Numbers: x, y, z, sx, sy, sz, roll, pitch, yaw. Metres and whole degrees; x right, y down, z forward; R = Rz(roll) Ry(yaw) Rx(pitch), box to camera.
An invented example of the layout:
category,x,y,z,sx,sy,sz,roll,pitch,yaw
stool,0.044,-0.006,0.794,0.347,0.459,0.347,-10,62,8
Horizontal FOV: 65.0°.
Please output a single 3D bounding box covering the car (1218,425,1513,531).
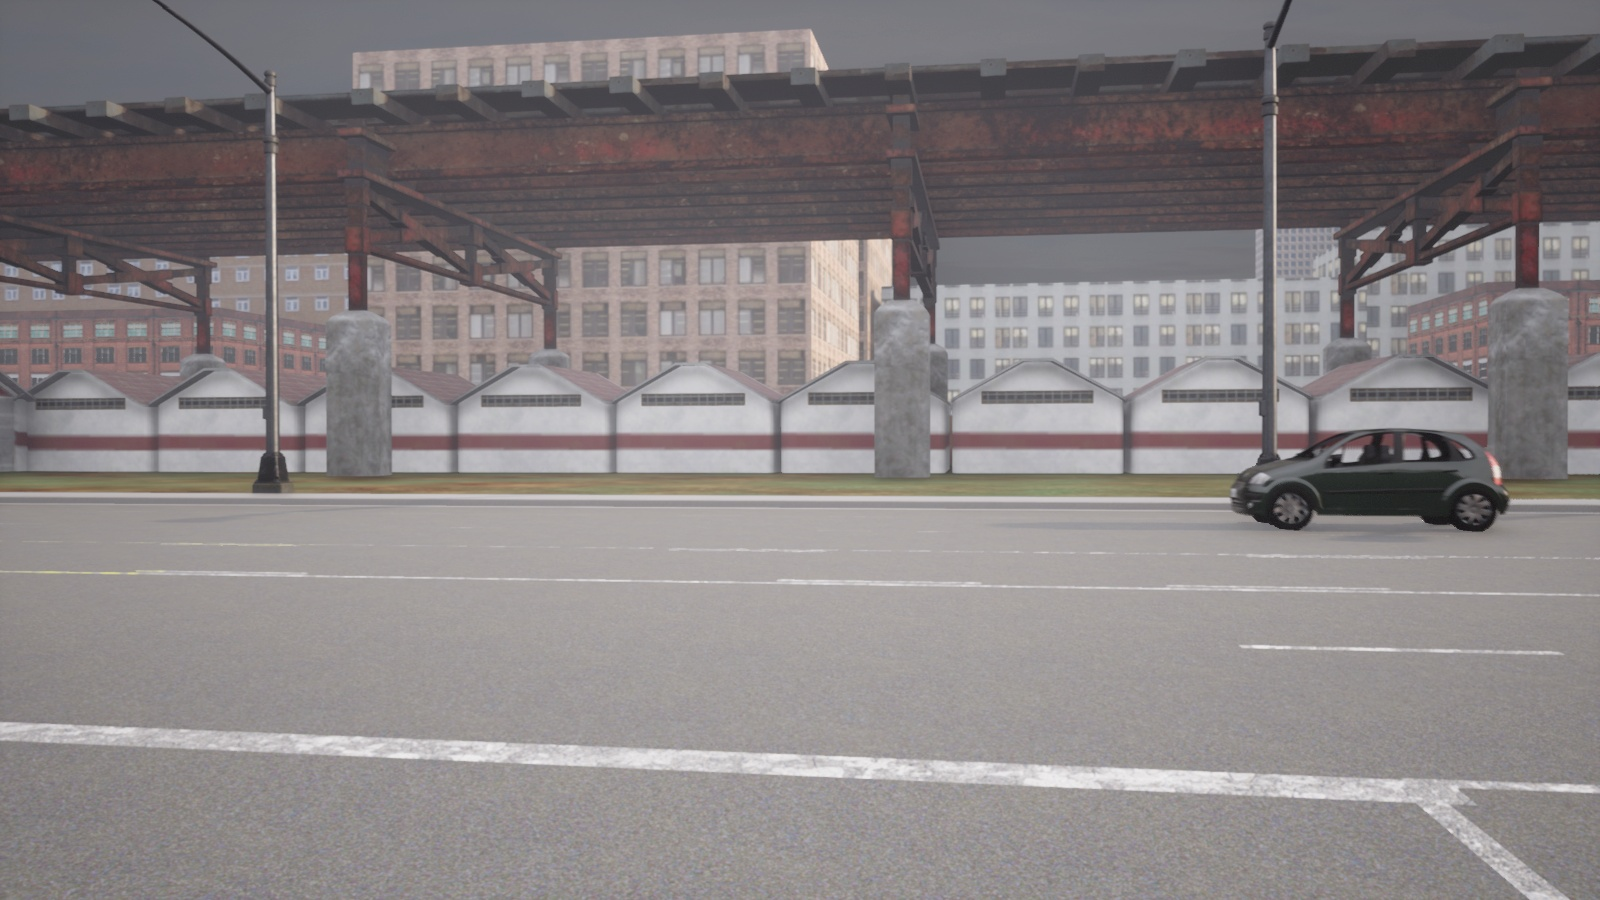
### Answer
category,x,y,z,sx,sy,sz,roll,pitch,yaw
car,9.005,0.415,20.320,3.988,1.617,1.851,0,1,8
